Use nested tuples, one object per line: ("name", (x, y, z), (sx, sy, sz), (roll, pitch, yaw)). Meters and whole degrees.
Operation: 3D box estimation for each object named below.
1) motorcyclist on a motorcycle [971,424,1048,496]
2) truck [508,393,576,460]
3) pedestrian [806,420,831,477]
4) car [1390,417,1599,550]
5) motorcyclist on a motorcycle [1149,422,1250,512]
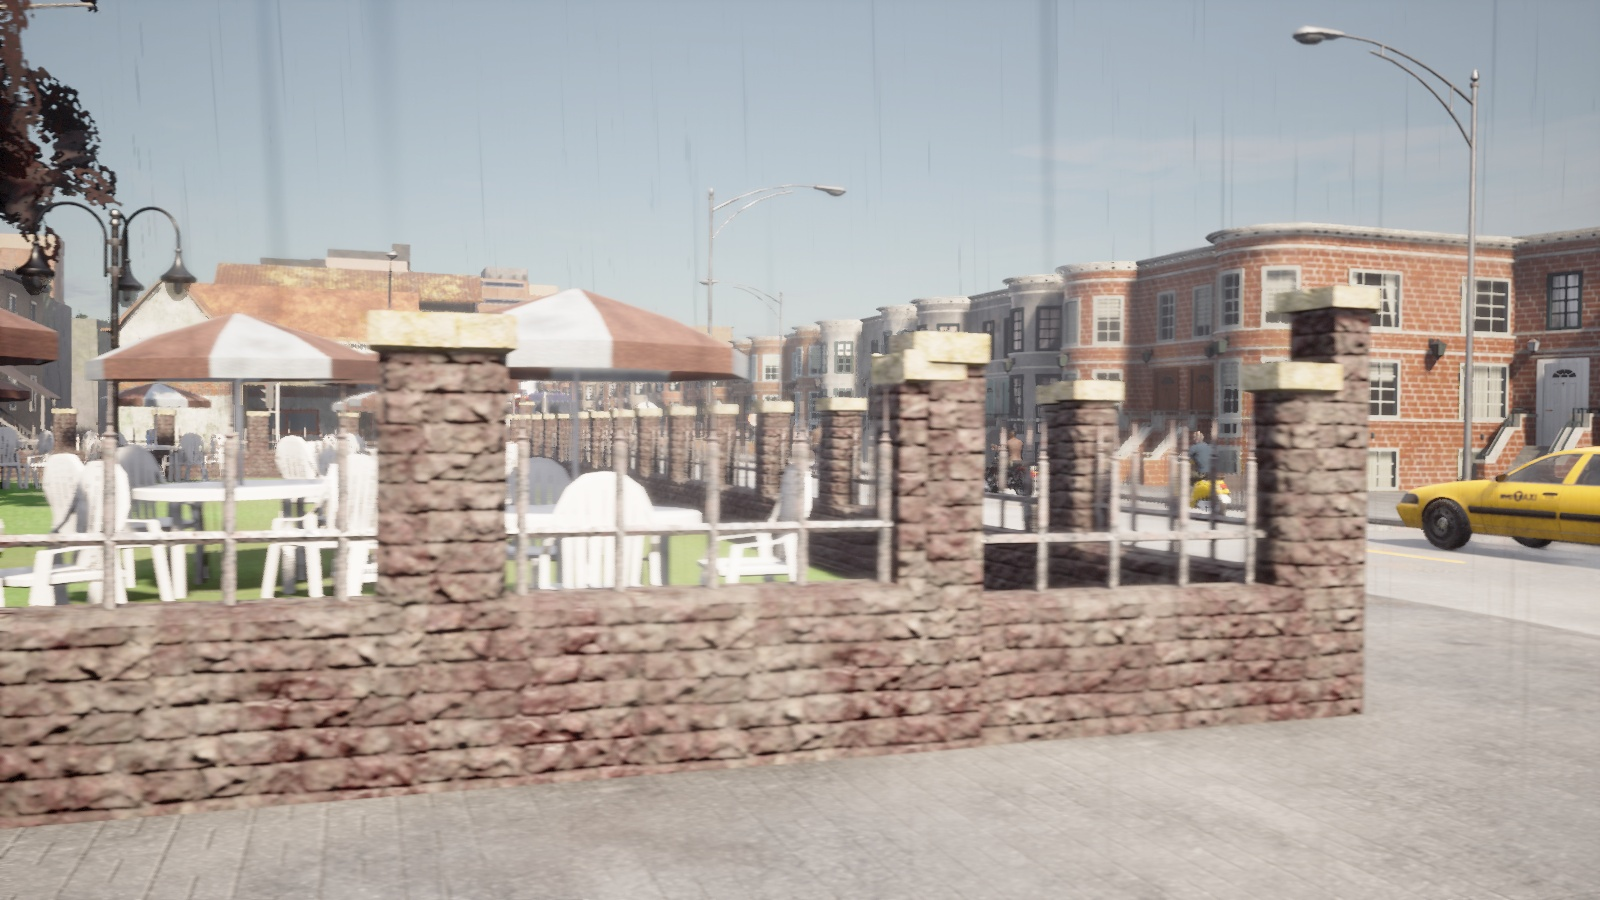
("motorcyclist on a motorcycle", (4.991, 0.211, 30.076), (0.766, 1.649, 2.350), (-1, 1, -19))
("truck", (-15.921, -1.433, 77.092), (2.891, 3.827, 8.468), (-1, 1, -19))
("pedestrian", (0.583, -0.063, 40.254), (0.328, 1.805, 0.869), (0, 1, 38))
("car", (10.152, 0.374, 15.645), (1.801, 1.575, 5.366), (-1, 1, -20))
("motorcyclist on a motorcycle", (7.390, 0.296, 23.312), (0.866, 1.590, 1.817), (-1, 1, -19))
